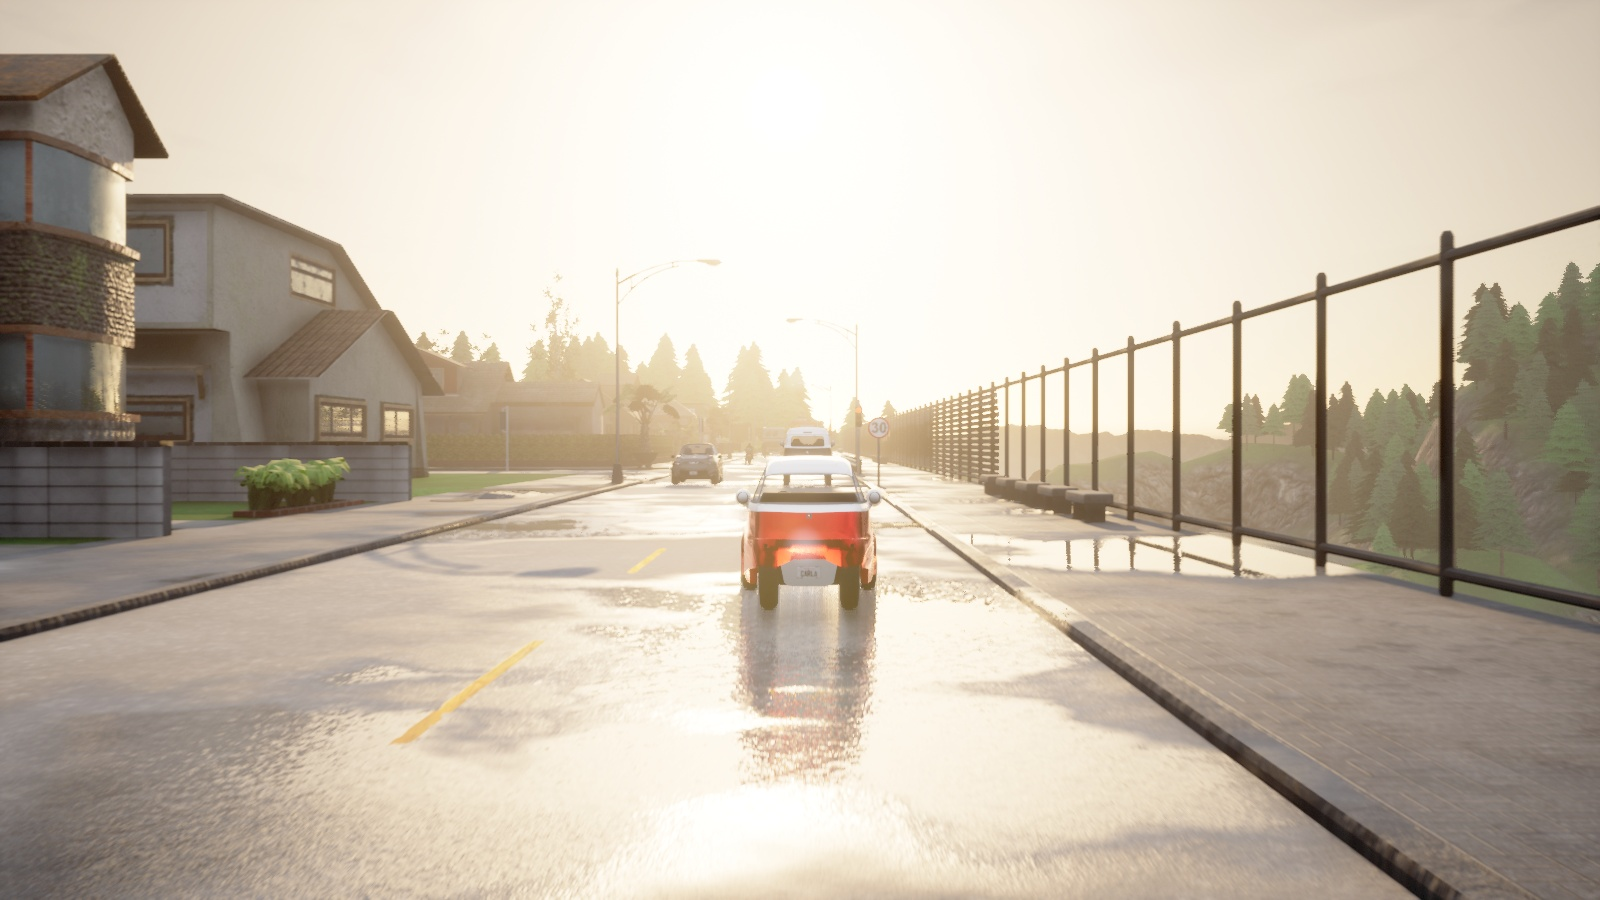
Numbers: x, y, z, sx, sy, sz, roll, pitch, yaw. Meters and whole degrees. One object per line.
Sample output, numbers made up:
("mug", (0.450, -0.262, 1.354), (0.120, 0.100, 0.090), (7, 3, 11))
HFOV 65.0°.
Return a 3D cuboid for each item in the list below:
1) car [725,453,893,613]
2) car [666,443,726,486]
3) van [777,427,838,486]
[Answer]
("car", (0.084, 0.733, 12.134), (1.481, 1.376, 2.207), (0, 1, 0))
("car", (-3.724, 0.501, 45.548), (1.845, 1.501, 3.633), (0, 0, 0))
("van", (0.273, 0.215, 45.283), (2.069, 2.038, 4.480), (0, 0, 0))
